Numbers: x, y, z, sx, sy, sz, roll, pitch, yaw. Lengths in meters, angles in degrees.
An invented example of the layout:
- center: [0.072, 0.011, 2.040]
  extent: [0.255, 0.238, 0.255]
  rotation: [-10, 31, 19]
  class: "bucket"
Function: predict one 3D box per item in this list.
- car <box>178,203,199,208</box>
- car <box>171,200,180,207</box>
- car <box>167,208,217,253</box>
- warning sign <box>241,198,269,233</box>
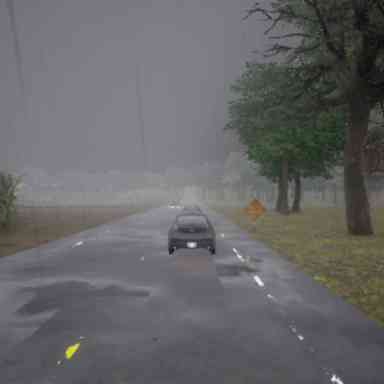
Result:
- center: [-0.003, 1.878, 29.342]
  extent: [1.994, 1.385, 4.181]
  rotation: [0, -1, 0]
  class: "car"
- center: [-3.516, 2.470, 71.816]
  extent: [1.994, 1.385, 4.181]
  rotation: [0, -1, 0]
  class: "car"
- center: [0.002, 1.649, 14.295]
  extent: [1.837, 1.490, 4.892]
  rotation: [0, 0, 0]
  class: "car"
- center: [3.583, 1.310, 19.082]
  extent: [1.300, 1.860, 1.060]
  rotation: [2, 2, 0]
  class: "warning sign"
